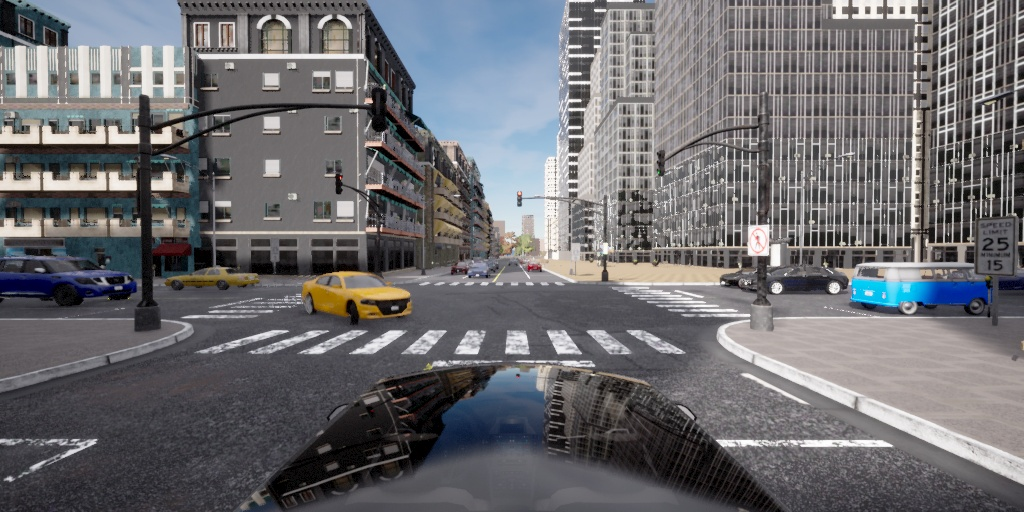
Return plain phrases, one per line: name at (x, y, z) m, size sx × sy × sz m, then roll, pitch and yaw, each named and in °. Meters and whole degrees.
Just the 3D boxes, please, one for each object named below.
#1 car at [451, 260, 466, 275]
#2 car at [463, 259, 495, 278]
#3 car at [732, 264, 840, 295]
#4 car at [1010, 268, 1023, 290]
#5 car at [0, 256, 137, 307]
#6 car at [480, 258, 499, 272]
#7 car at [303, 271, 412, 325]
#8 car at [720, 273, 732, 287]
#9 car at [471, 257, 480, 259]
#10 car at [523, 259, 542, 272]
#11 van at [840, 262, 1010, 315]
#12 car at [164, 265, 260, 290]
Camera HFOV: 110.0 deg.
car at (-5.582, 1.290, 39.409) m, size 1.888 × 1.381 × 4.507 m, roll 0°, pitch 0°, yaw 0°
car at (-3.007, 1.292, 33.958) m, size 2.033 × 1.411 × 5.357 m, roll 0°, pitch 0°, yaw 0°
car at (14.641, 1.194, 18.718) m, size 4.892 × 1.490 × 1.837 m, roll 0°, pitch 1°, yaw 0°
car at (24.713, 1.196, 18.703) m, size 4.674 × 1.442 × 1.812 m, roll 0°, pitch 1°, yaw 0°
car at (-19.842, 1.033, 15.570) m, size 5.566 × 2.045 × 2.150 m, roll 0°, pitch 1°, yaw 0°
car at (-2.975, 1.309, 43.991) m, size 1.994 × 1.385 × 4.181 m, roll 0°, pitch 0°, yaw 0°
car at (-5.447, 1.298, 12.432) m, size 5.008 × 1.535 × 1.882 m, roll 0°, pitch -1°, yaw 40°
car at (14.732, 1.216, 21.320) m, size 4.313 × 1.339 × 1.948 m, roll 0°, pitch 0°, yaw 0°
car at (-5.566, 1.184, 45.058) m, size 1.967 × 1.591 × 4.097 m, roll 0°, pitch 0°, yaw 0°
car at (2.782, 1.290, 45.091) m, size 1.888 × 1.381 × 4.507 m, roll 0°, pitch 0°, yaw 0°
van at (14.721, 1.117, 12.939) m, size 3.998 × 1.789 × 1.690 m, roll 0°, pitch 0°, yaw 0°
car at (-17.826, 1.247, 21.361) m, size 4.829 × 1.417 × 1.751 m, roll 0°, pitch 0°, yaw 0°
